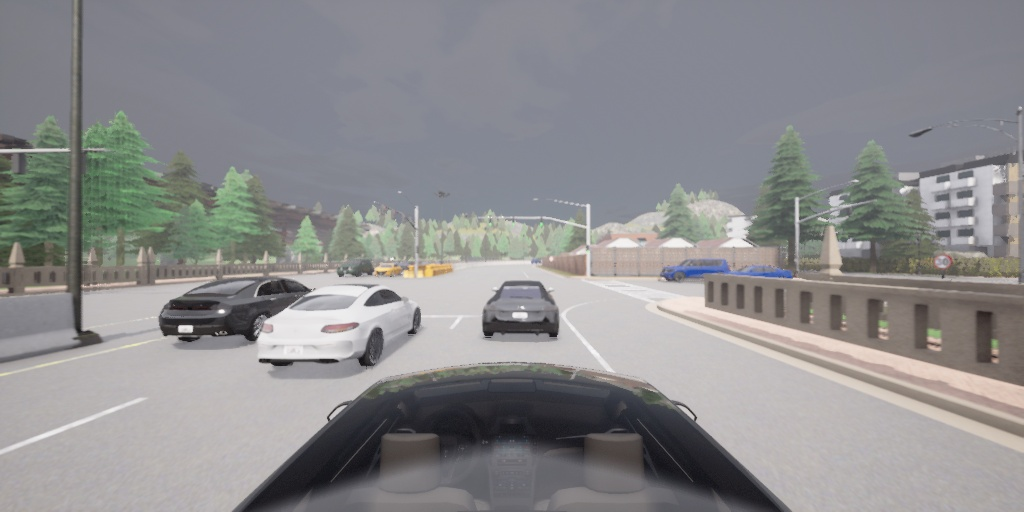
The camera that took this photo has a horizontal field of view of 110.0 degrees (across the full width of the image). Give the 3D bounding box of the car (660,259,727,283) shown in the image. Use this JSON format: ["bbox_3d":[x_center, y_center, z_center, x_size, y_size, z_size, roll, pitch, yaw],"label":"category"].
[{"bbox_3d":[15.806,1.237,30.994,5.566,2.045,2.150,0,-1,2],"label":"car"}]

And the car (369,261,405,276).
[{"bbox_3d":[-13.954,1.577,40.405,1.882,1.535,5.008,0,-1,-2],"label":"car"}]

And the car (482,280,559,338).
[{"bbox_3d":[0.312,1.400,10.548,1.994,1.385,4.181,0,-1,3],"label":"car"}]

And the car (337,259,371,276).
[{"bbox_3d":[-17.587,1.322,40.544,2.150,2.045,5.566,0,-1,0],"label":"car"}]

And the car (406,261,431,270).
[{"bbox_3d":[-14.071,1.823,54.425,1.895,1.301,4.718,0,0,0],"label":"car"}]

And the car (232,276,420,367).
[{"bbox_3d":[-3.415,1.336,7.933,1.812,1.442,4.674,0,-1,0],"label":"car"}]

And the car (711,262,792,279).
[{"bbox_3d":[18.460,1.462,27.395,5.008,1.535,1.882,0,-1,2],"label":"car"}]

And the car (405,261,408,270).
[{"bbox_3d":[-17.543,1.807,58.613,2.033,1.411,5.357,0,-1,0],"label":"car"}]

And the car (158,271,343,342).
[{"bbox_3d":[-6.910,1.334,10.028,1.837,1.490,4.892,0,-1,0],"label":"car"}]
